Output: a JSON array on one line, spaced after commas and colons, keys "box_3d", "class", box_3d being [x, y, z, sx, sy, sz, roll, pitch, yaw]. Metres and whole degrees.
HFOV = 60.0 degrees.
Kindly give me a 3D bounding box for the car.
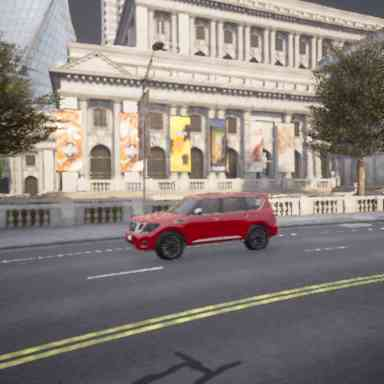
[{"box_3d": [0.482, 1.073, 11.962, 5.566, 2.045, 2.150, -1, 1, -25], "class": "car"}]
